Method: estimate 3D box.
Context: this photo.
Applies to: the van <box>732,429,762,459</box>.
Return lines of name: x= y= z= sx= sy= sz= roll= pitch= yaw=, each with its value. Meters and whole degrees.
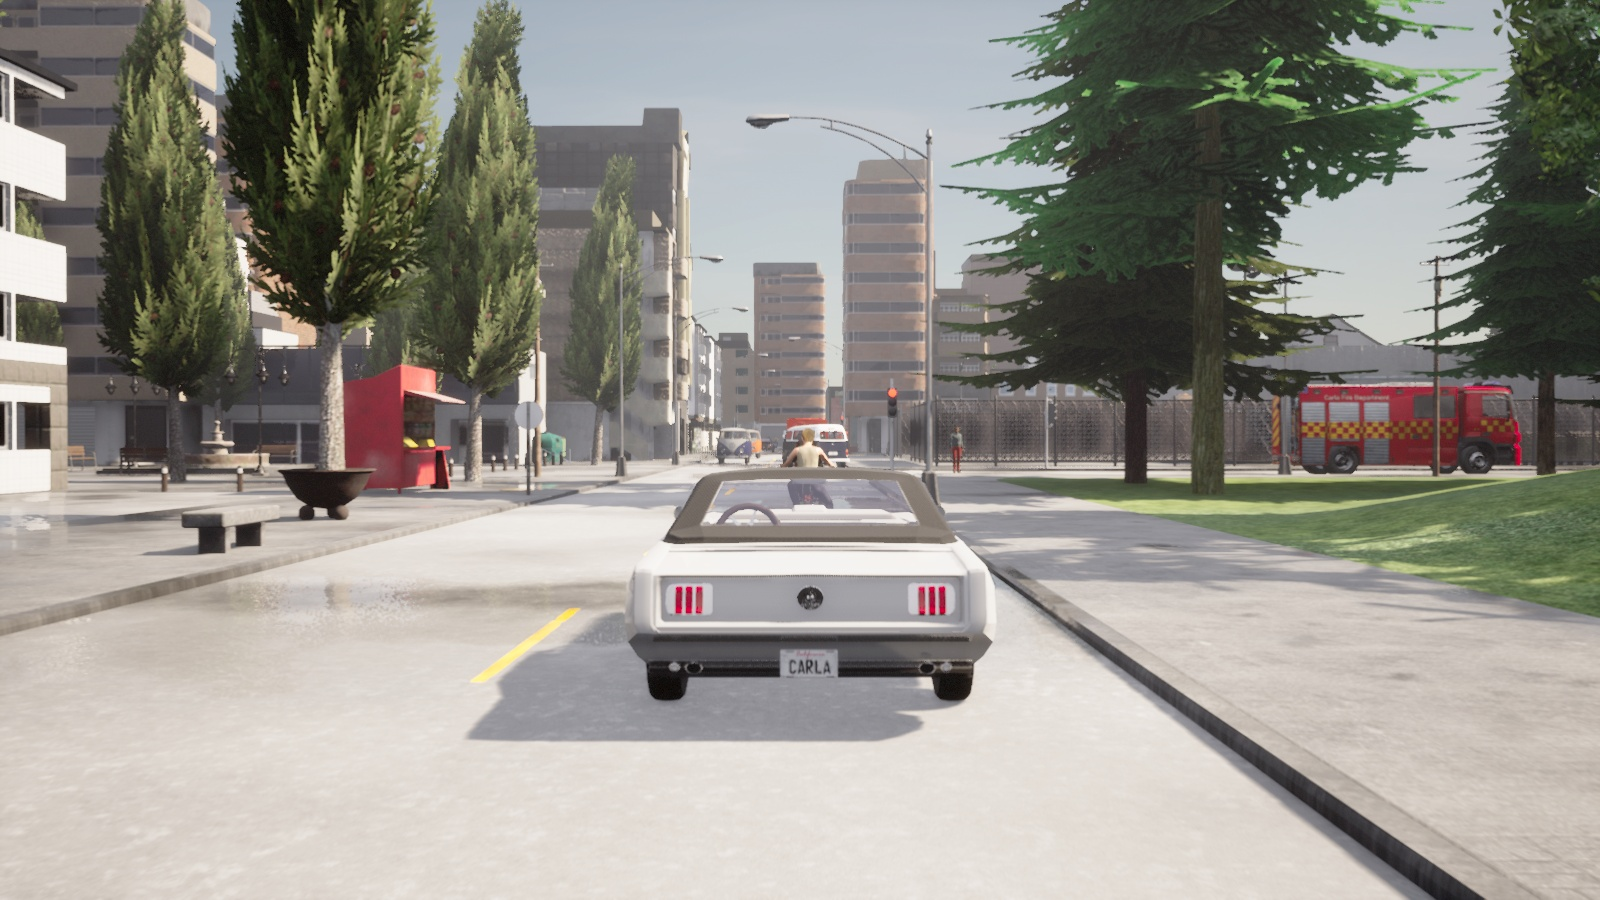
van: x=-3.604 y=-0.427 z=85.936 sx=1.775 sy=1.987 sz=4.442 roll=0 pitch=1 yaw=0

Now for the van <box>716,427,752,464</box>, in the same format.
van: x=-3.667 y=-0.258 z=70.201 sx=1.775 sy=1.987 sz=4.442 roll=0 pitch=1 yaw=0

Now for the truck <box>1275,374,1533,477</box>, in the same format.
truck: x=22.962 y=-0.917 z=48.091 sx=8.468 sy=3.827 sz=2.891 roll=0 pitch=1 yaw=0

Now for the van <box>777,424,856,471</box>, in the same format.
van: x=0.678 y=-0.142 z=56.933 sx=2.069 sy=2.038 sz=4.480 roll=0 pitch=1 yaw=-21

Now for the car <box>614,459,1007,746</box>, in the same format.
car: x=0.063 y=0.755 z=8.431 sx=1.895 sy=1.301 sz=4.718 roll=0 pitch=1 yaw=0

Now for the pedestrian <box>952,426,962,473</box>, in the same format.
pedestrian: x=6.183 y=-0.029 z=49.453 sx=0.353 sy=1.847 sz=0.614 roll=0 pitch=1 yaw=1

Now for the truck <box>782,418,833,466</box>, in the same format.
truck: x=0.334 y=-0.460 z=67.154 sx=2.627 sy=2.467 sz=5.204 roll=0 pitch=1 yaw=-1
